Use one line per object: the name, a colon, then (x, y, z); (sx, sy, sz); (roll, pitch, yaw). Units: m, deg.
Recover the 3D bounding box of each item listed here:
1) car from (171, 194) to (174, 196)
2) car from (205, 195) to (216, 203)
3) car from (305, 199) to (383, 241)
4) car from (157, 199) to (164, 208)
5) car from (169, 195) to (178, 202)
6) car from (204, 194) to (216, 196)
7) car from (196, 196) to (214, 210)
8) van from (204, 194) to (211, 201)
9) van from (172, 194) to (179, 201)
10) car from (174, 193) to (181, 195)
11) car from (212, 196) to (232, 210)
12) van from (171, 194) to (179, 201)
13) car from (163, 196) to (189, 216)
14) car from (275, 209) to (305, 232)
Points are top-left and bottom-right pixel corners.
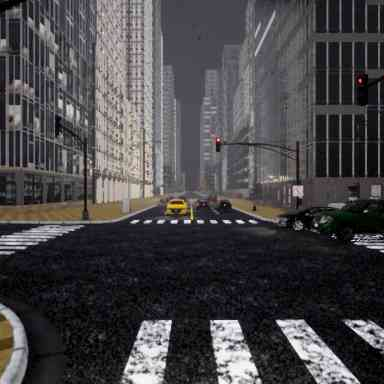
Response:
car: (-4.073, 1.561, 63.901); (1.947, 1.339, 4.313); (0, 0, 0)
car: (3.786, 1.429, 69.460); (1.967, 1.590, 4.097); (0, 0, 0)
car: (9.116, 1.403, 17.097); (5.566, 2.045, 2.150); (1, 0, -3)
car: (-4.009, 1.590, 47.319); (1.802, 1.307, 4.206); (0, 0, 0)
car: (-4.116, 1.423, 74.957); (1.967, 1.590, 4.097); (0, 0, 0)
car: (3.807, 1.310, 63.931); (2.192, 1.841, 5.009); (0, 0, 0)
car: (1.420, 1.558, 43.976); (2.033, 1.411, 5.357); (0, 0, 0)
van: (3.743, 1.317, 80.515); (1.690, 1.788, 3.998); (0, 0, 0)
van: (-4.158, 1.311, 86.012); (1.690, 1.788, 3.998); (0, 0, 0)
car: (-1.558, 1.355, 55.071); (2.097, 1.767, 4.553); (0, 0, 0)
car: (3.942, 1.577, 41.823); (1.947, 1.339, 4.313); (0, 0, 0)
van: (-4.137, 1.317, 80.484); (1.690, 1.788, 3.998); (0, 0, 0)
car: (-1.487, 1.493, 33.325); (1.882, 1.535, 5.008); (0, 0, 0)
car: (7.601, 1.634, 20.282); (4.892, 1.490, 1.837); (3, 0, -3)
